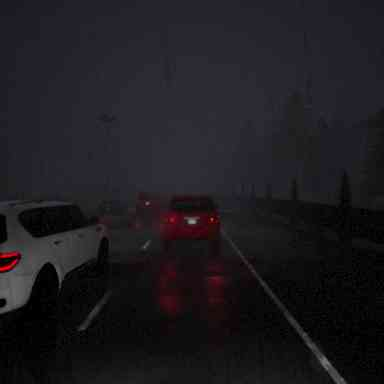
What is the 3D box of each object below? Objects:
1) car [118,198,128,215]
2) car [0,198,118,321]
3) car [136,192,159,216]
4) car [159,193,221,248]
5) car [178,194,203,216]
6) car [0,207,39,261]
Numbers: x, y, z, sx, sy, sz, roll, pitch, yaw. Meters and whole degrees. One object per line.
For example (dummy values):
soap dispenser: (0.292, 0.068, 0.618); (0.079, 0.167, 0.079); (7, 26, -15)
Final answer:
car: (-7.136, 1.268, 30.679); (2.128, 1.511, 4.902); (0, 0, 0)
car: (-3.500, 1.170, 7.327); (2.150, 2.045, 5.566); (0, 0, 2)
car: (-3.628, 1.001, 29.685); (2.150, 2.045, 5.566); (0, 0, 0)
car: (-0.010, 1.113, 14.325); (2.150, 2.045, 5.566); (0, 1, 0)
car: (-0.135, 1.121, 30.456); (2.097, 1.767, 4.553); (0, 0, 0)
car: (-6.995, 1.405, 10.675); (1.882, 1.535, 5.008); (0, 1, 0)
